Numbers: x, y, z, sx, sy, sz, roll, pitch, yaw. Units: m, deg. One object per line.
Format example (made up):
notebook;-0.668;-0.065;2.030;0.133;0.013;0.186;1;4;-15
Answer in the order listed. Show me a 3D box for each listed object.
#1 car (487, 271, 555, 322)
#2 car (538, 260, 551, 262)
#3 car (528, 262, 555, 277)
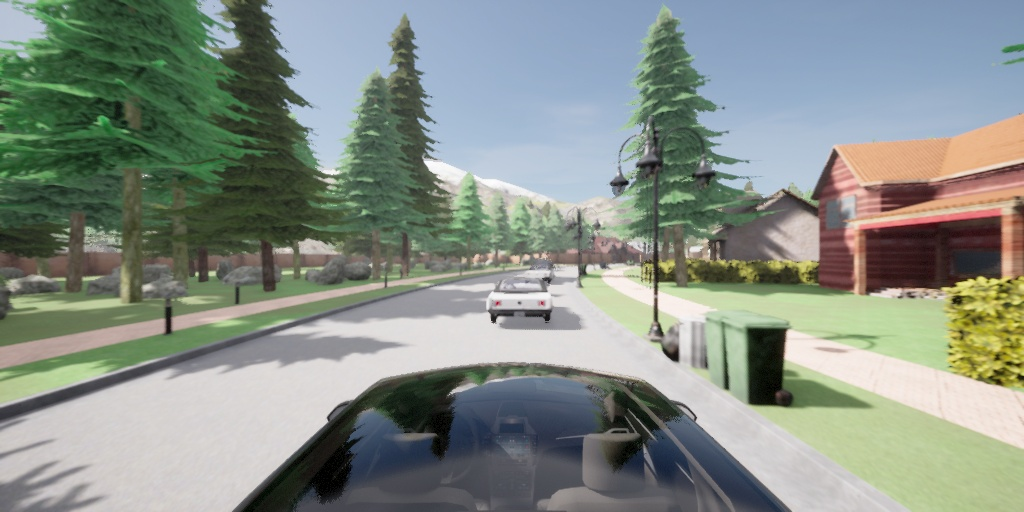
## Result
car;0.327;1.350;12.219;1.895;1.301;4.718;0;0;3
car;4.128;1.253;47.680;1.837;1.490;4.892;0;0;21
car;2.272;1.349;27.968;1.895;1.301;4.718;0;0;11
